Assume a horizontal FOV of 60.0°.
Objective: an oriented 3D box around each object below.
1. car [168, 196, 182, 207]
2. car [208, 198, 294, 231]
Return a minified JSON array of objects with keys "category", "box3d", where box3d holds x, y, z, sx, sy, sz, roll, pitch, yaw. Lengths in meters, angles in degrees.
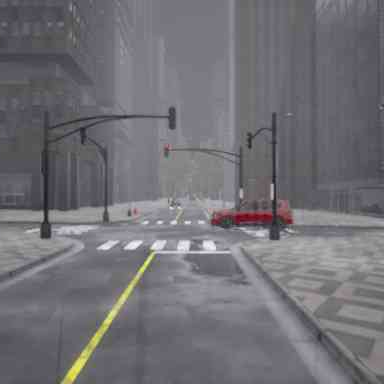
[{"category":"car","box3d":[-3.019,2.062,62.945,1.837,1.490,4.892,0,0,1]},{"category":"car","box3d":[4.046,1.561,22.627,5.566,2.045,2.150,0,-1,0]}]
